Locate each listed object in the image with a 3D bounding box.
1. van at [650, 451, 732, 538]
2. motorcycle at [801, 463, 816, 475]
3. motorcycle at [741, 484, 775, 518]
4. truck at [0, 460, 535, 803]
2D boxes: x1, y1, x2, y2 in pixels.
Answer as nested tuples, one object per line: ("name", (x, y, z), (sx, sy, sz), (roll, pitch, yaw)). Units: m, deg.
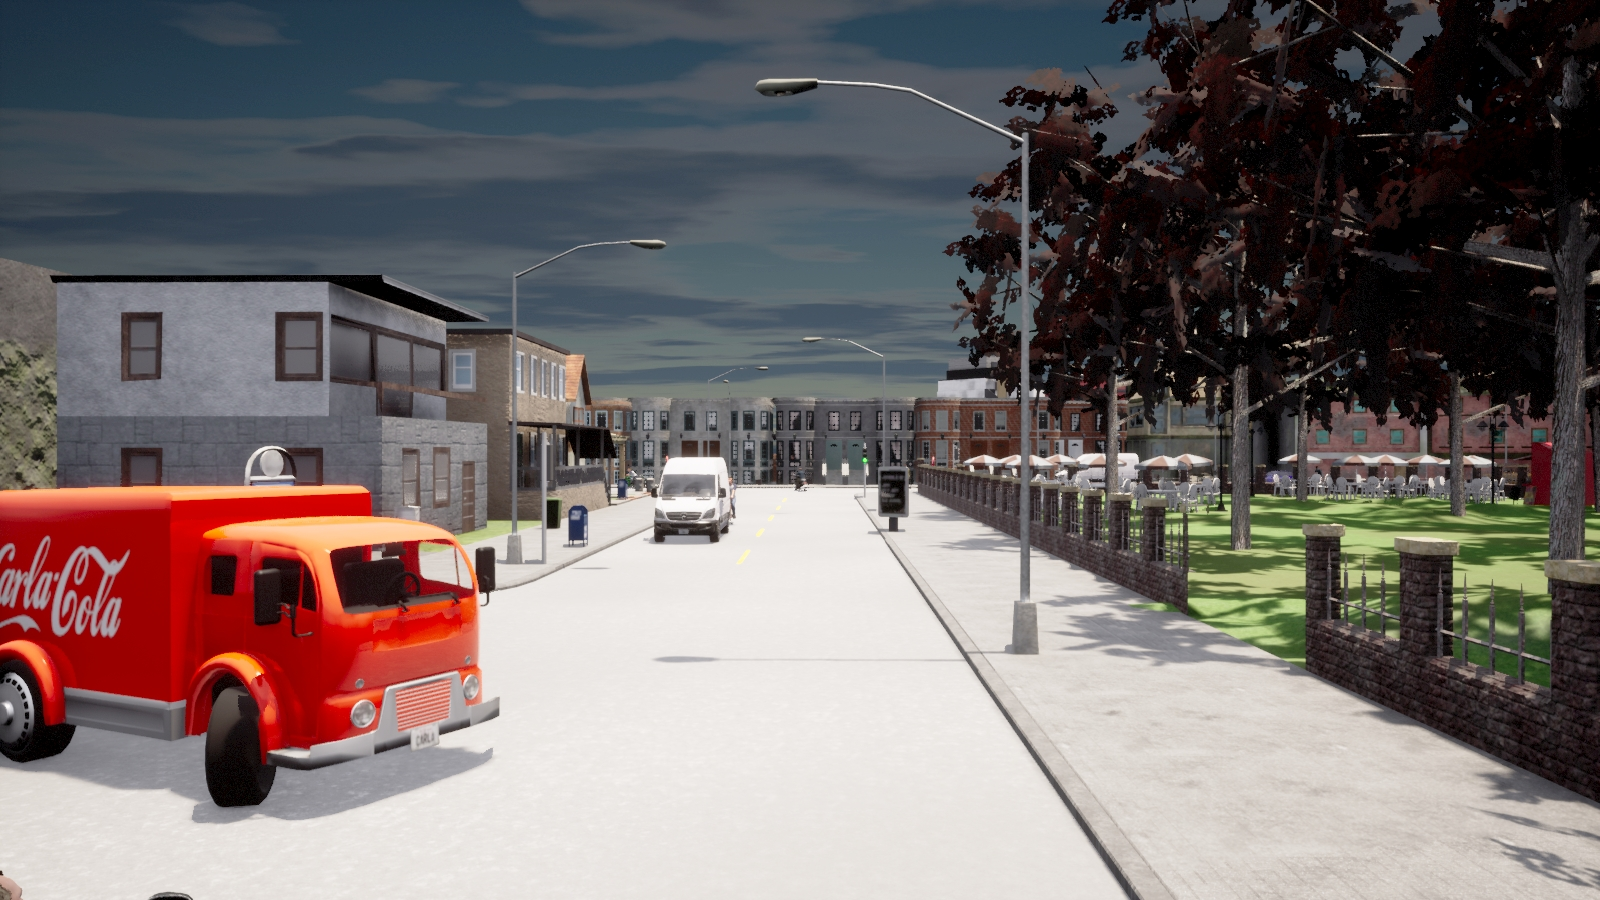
("van", (-3.393, 1.314, 36.728), (1.988, 2.561, 5.915), (0, 0, 1))
("motorcycle", (0.844, 1.962, 119.281), (0.856, 1.236, 1.805), (-3, 1, -24))
("motorcycle", (-1.677, 1.985, 45.065), (0.867, 1.251, 2.209), (0, 0, -15))
("truck", (-5.383, 1.356, 10.702), (5.204, 2.467, 2.627), (-1, 0, 29))
